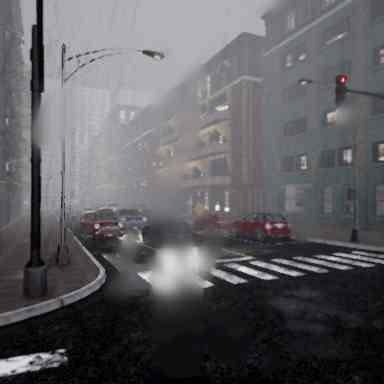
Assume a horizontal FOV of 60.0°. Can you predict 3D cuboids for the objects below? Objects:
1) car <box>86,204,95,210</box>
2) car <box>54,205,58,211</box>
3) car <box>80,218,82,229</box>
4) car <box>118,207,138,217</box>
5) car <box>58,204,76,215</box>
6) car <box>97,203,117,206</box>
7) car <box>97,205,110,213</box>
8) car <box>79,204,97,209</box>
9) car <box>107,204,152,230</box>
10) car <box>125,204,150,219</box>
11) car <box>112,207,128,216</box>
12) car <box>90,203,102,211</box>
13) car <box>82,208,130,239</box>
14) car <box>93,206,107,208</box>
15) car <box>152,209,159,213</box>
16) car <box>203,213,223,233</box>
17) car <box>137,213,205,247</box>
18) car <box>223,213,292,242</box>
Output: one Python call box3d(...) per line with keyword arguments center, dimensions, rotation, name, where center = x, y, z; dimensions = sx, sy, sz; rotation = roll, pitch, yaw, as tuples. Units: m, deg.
box3d(center=(-27.733, 4.142, 90.522), dimensions=(1.752, 1.417, 4.829), rotation=(-1, -1, -24), name="car")
box3d(center=(-32.537, 3.956, 81.926), dimensions=(1.752, 1.417, 4.829), rotation=(-1, -1, -24), name="car")
box3d(center=(-7.842, 2.337, 26.314), dimensions=(1.802, 1.307, 4.206), rotation=(-1, -1, -24), name="car")
box3d(center=(-9.653, 2.944, 49.810), dimensions=(2.008, 1.369, 4.403), rotation=(-1, -1, -24), name="car")
box3d(center=(-21.352, 3.114, 56.735), dimensions=(1.967, 1.590, 4.097), rotation=(-1, -1, -24), name="car")
box3d(center=(-12.353, 2.638, 49.861), dimensions=(2.150, 2.045, 5.566), rotation=(0, -2, -24), name="car")
box3d(center=(-18.658, 3.554, 70.088), dimensions=(2.008, 1.369, 4.403), rotation=(-1, -1, -24), name="car")
box3d(center=(-15.183, 2.976, 49.189), dimensions=(1.812, 1.442, 4.674), rotation=(0, -2, -24), name="car")
box3d(center=(-4.959, 2.072, 25.924), dimensions=(2.097, 1.767, 4.553), rotation=(0, -2, -24), name="car")
box3d(center=(-7.407, 2.555, 44.746), dimensions=(2.192, 1.841, 5.009), rotation=(-1, -1, -24), name="car")
box3d(center=(-11.904, 3.128, 54.879), dimensions=(1.802, 1.307, 4.206), rotation=(-1, -1, -24), name="car")
box3d(center=(-23.165, 3.623, 80.233), dimensions=(2.192, 1.841, 5.009), rotation=(-1, -1, -24), name="car")
box3d(center=(-5.593, 2.042, 21.247), dimensions=(1.967, 1.590, 4.097), rotation=(-1, -1, -24), name="car")
box3d(center=(-8.927, 2.495, 34.875), dimensions=(1.837, 1.490, 4.892), rotation=(0, -1, -24), name="car")
box3d(center=(-5.151, 2.652, 39.671), dimensions=(1.947, 1.339, 4.313), rotation=(-1, -1, -24), name="car")
box3d(center=(1.607, 2.208, 24.464), dimensions=(1.802, 1.307, 4.206), rotation=(-1, -1, -24), name="car")
box3d(center=(-1.276, 2.033, 17.632), dimensions=(1.994, 1.385, 4.181), rotation=(0, -2, -24), name="car")
box3d(center=(3.859, 1.913, 19.399), dimensions=(1.967, 1.590, 4.097), rotation=(-1, -1, -24), name="car")
